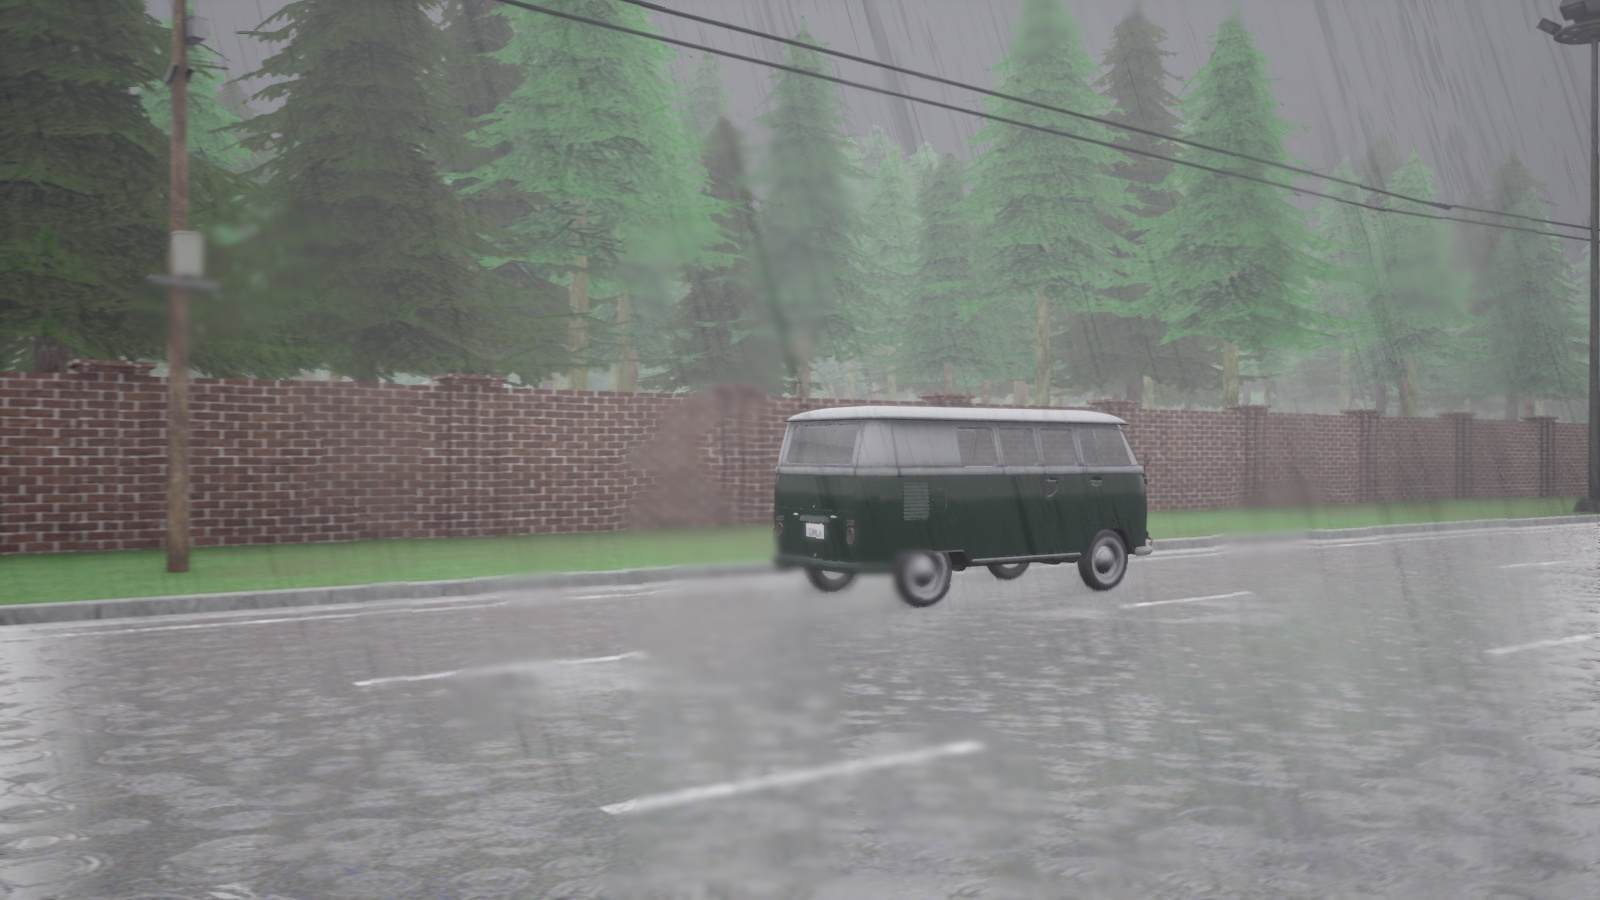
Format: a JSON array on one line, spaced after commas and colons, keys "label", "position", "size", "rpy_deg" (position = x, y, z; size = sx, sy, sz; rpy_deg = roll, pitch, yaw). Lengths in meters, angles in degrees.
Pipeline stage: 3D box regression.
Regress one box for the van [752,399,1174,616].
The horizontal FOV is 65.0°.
[{"label": "van", "position": [1.842, 0.527, 13.470], "size": [4.442, 1.987, 1.775], "rpy_deg": [0, 0, -35]}]
